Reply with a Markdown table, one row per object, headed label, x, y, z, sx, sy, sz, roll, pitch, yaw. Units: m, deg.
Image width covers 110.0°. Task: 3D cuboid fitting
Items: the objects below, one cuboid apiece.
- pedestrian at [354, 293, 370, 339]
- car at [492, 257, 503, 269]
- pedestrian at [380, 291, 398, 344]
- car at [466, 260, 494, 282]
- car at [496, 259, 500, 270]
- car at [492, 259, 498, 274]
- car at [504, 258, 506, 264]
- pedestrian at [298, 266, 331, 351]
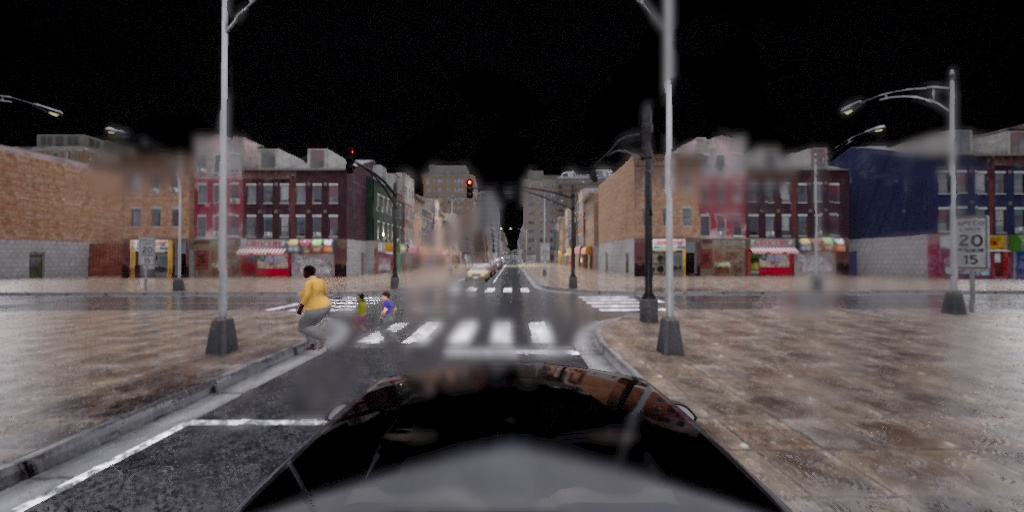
| label | x | y | z | sx | sy | sz | roll | pitch | yaw |
| --- | --- | --- | --- | --- | --- | --- | --- | --- | --- |
| pedestrian | -3.567 | 1.419 | 8.621 | 0.500 | 1.100 | 0.500 | 0 | 0 | 0 |
| car | -2.640 | 1.213 | 51.302 | 1.967 | 1.591 | 4.097 | 0 | 0 | 0 |
| pedestrian | -2.769 | 1.320 | 8.073 | 0.375 | 1.300 | 0.375 | 0 | 0 | 0 |
| car | -2.638 | 1.273 | 28.712 | 1.751 | 1.417 | 4.829 | 0 | 0 | 0 |
| car | -2.639 | 1.339 | 40.092 | 1.802 | 1.307 | 4.207 | 0 | 0 | 0 |
| car | -2.638 | 1.296 | 34.487 | 1.888 | 1.381 | 4.507 | 0 | 0 | 0 |
| car | -2.641 | 1.110 | 62.513 | 2.192 | 1.841 | 5.009 | 0 | 0 | 0 |
| pedestrian | -4.095 | 1.040 | 7.421 | 0.375 | 1.860 | 0.375 | 0 | 0 | 0 |
